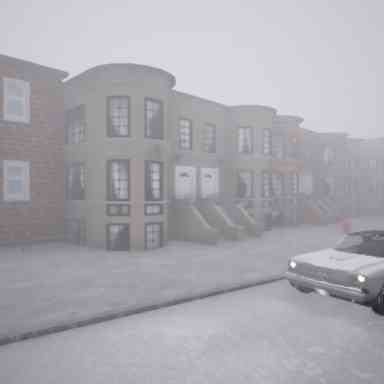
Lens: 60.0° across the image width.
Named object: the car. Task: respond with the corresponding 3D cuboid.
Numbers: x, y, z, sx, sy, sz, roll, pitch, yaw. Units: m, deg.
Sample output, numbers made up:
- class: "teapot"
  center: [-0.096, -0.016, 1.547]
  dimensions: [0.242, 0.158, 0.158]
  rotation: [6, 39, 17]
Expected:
- class: "car"
  center: [4.290, 1.609, 7.664]
  dimensions: [4.718, 1.301, 1.895]
  rotation: [0, 0, -35]
